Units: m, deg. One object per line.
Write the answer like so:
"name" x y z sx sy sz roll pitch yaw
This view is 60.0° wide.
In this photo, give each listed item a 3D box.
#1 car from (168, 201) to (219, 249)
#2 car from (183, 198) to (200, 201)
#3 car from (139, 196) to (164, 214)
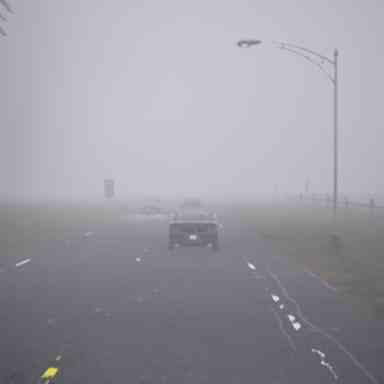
"car" 0.065 1.381 14.049 1.882 1.535 5.008 0 1 1
"car" 0.064 1.217 28.066 1.994 1.385 4.181 0 1 1
"car" -3.531 1.139 29.806 1.812 1.442 4.674 0 1 1
